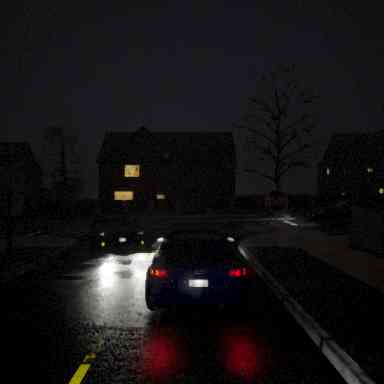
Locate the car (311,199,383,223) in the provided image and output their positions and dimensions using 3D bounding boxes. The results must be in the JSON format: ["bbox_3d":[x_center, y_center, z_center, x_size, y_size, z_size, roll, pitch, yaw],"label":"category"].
[{"bbox_3d":[10.297,1.215,21.941,4.674,1.442,1.812,-1,1,0],"label":"car"}]

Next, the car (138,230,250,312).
[{"bbox_3d":[0.092,1.564,7.818,1.994,1.385,4.181,0,0,-1],"label":"car"}]

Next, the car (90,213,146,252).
[{"bbox_3d":[-3.189,1.570,13.977,1.994,1.385,4.181,1,-1,-21],"label":"car"}]
